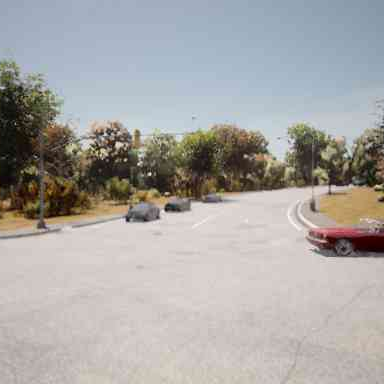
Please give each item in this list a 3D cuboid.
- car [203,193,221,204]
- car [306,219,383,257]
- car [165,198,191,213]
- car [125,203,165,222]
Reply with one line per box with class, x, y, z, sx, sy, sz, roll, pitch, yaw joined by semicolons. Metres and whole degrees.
car;3.142;0.939;51.291;1.812;1.442;4.674;0;3;23
car;6.960;1.702;12.817;4.718;1.301;1.895;0;0;-1
car;-1.617;1.453;38.186;1.882;1.535;5.008;0;2;18
car;-4.112;1.678;28.433;1.812;1.442;4.674;0;0;13
